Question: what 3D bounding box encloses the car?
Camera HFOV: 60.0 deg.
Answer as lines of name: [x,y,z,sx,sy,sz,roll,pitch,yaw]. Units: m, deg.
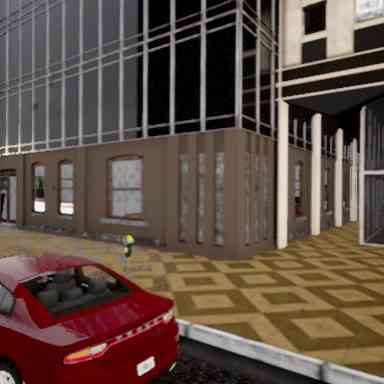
car: [-2.257,1.511,4.483,4.507,1.381,1.887,1,0,35]
